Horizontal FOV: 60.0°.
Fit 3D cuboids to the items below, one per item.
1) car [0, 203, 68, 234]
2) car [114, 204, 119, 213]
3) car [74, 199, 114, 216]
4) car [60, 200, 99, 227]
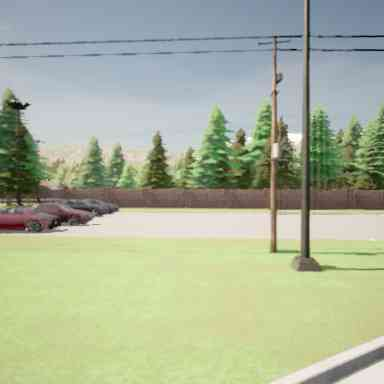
[{"bbox_3d":[-9.489,1.496,18.414,4.181,1.385,1.994,0,0,2],"label":"car"},{"bbox_3d":[-9.572,1.429,32.424,4.892,1.490,1.837,0,0,2],"label":"car"},{"bbox_3d":[-9.689,1.430,28.926,4.892,1.490,1.837,0,0,2],"label":"car"},{"bbox_3d":[-8.902,1.459,21.910,4.674,1.442,1.812,0,0,2],"label":"car"}]
